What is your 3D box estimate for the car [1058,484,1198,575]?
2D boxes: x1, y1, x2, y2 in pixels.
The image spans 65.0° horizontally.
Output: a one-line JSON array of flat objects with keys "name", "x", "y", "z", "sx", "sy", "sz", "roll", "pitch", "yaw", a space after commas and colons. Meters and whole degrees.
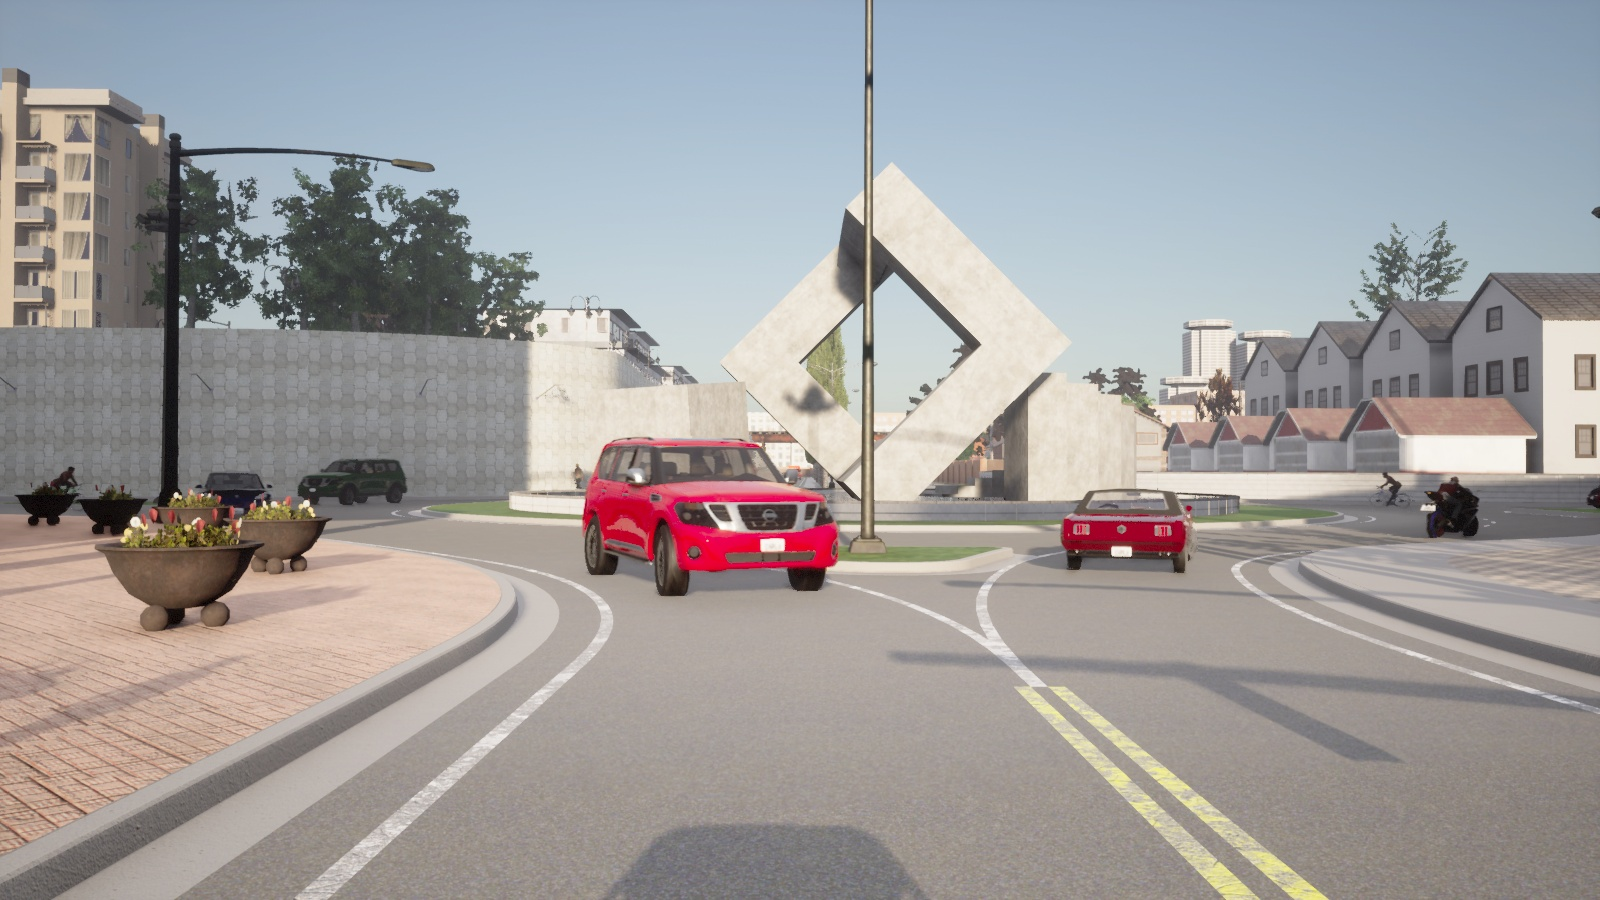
[{"name": "car", "x": 5.652, "y": 1.248, "z": 21.215, "sx": 1.895, "sy": 1.301, "sz": 4.718, "roll": -1, "pitch": -1, "yaw": 19}]

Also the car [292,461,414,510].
[{"name": "car", "x": -19.715, "y": 1.544, "z": 55.664, "sx": 2.150, "sy": 2.045, "sz": 5.566, "roll": -1, "pitch": -1, "yaw": 18}]

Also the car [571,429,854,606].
[{"name": "car", "x": -1.453, "y": 0.833, "z": 17.534, "sx": 2.150, "sy": 2.045, "sz": 5.566, "roll": 0, "pitch": -1, "yaw": -24}]

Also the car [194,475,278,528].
[{"name": "car", "x": -17.437, "y": 1.532, "z": 38.698, "sx": 2.163, "sy": 1.488, "sz": 4.792, "roll": 0, "pitch": -1, "yaw": -27}]

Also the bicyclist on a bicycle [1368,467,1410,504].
[{"name": "bicyclist on a bicycle", "x": 26.284, "y": 1.601, "z": 56.051, "sx": 1.656, "sy": 1.620, "sz": 0.582, "roll": -1, "pitch": -2, "yaw": 26}]

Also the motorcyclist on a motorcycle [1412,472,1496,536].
[{"name": "motorcyclist on a motorcycle", "x": 16.065, "y": 1.302, "z": 30.838, "sx": 2.191, "sy": 1.530, "sz": 0.866, "roll": 0, "pitch": -1, "yaw": -34}]

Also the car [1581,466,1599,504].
[{"name": "car", "x": 35.580, "y": 1.459, "z": 53.021, "sx": 3.988, "sy": 1.617, "sz": 1.851, "roll": 0, "pitch": -1, "yaw": 10}]
